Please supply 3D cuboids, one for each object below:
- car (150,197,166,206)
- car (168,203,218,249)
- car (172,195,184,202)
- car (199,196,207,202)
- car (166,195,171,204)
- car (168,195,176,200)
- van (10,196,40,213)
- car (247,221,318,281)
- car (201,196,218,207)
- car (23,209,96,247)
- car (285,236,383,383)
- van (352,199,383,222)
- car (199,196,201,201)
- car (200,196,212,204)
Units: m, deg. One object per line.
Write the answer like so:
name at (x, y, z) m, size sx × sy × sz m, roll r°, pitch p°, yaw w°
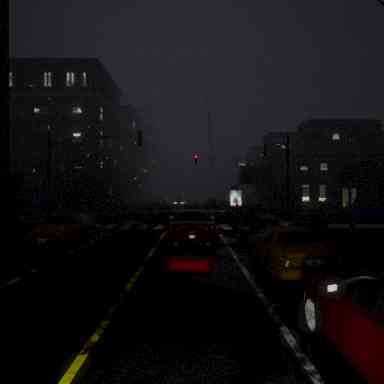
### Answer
car at (-5.696, 1.576, 53.328) m, size 2.008 × 1.369 × 4.403 m, roll 0°, pitch 0°, yaw 0°
car at (0.000, 1.486, 14.651) m, size 1.882 × 1.535 × 5.008 m, roll 0°, pitch 0°, yaw 0°
car at (-3.000, 1.375, 77.130) m, size 2.097 × 1.767 × 4.553 m, roll 0°, pitch 0°, yaw 0°
car at (2.685, 1.617, 81.824) m, size 2.008 × 1.369 × 4.403 m, roll -1°, pitch 0°, yaw 0°
car at (-5.696, 1.591, 64.722) m, size 2.008 × 1.369 × 4.403 m, roll 0°, pitch 0°, yaw 0°
car at (-5.698, 1.528, 93.204) m, size 1.967 × 1.590 × 4.097 m, roll 0°, pitch 0°, yaw 0°
van at (-17.763, 1.288, 34.078) m, size 3.998 × 1.788 × 1.690 m, roll 0°, pitch 0°, yaw 0°
car at (2.685, 1.525, 9.645) m, size 1.752 × 1.417 × 4.829 m, roll 0°, pitch 0°, yaw 0°
car at (2.684, 1.459, 47.644) m, size 1.967 × 1.590 × 4.097 m, roll 0°, pitch 0°, yaw 0°
car at (-5.696, 1.526, 15.006) m, size 1.752 × 1.417 × 4.829 m, roll 0°, pitch 0°, yaw 0°
car at (2.685, 1.543, 3.778) m, size 1.887 × 1.381 × 4.507 m, roll 0°, pitch 0°, yaw 0°
van at (14.658, 1.411, 25.938) m, size 3.998 × 1.788 × 1.690 m, roll 0°, pitch 0°, yaw 0°
car at (2.685, 1.614, 59.038) m, size 1.802 × 1.307 × 4.206 m, roll 0°, pitch 0°, yaw 0°
car at (2.684, 1.591, 64.735) m, size 2.008 × 1.369 × 4.403 m, roll 0°, pitch 0°, yaw 0°
